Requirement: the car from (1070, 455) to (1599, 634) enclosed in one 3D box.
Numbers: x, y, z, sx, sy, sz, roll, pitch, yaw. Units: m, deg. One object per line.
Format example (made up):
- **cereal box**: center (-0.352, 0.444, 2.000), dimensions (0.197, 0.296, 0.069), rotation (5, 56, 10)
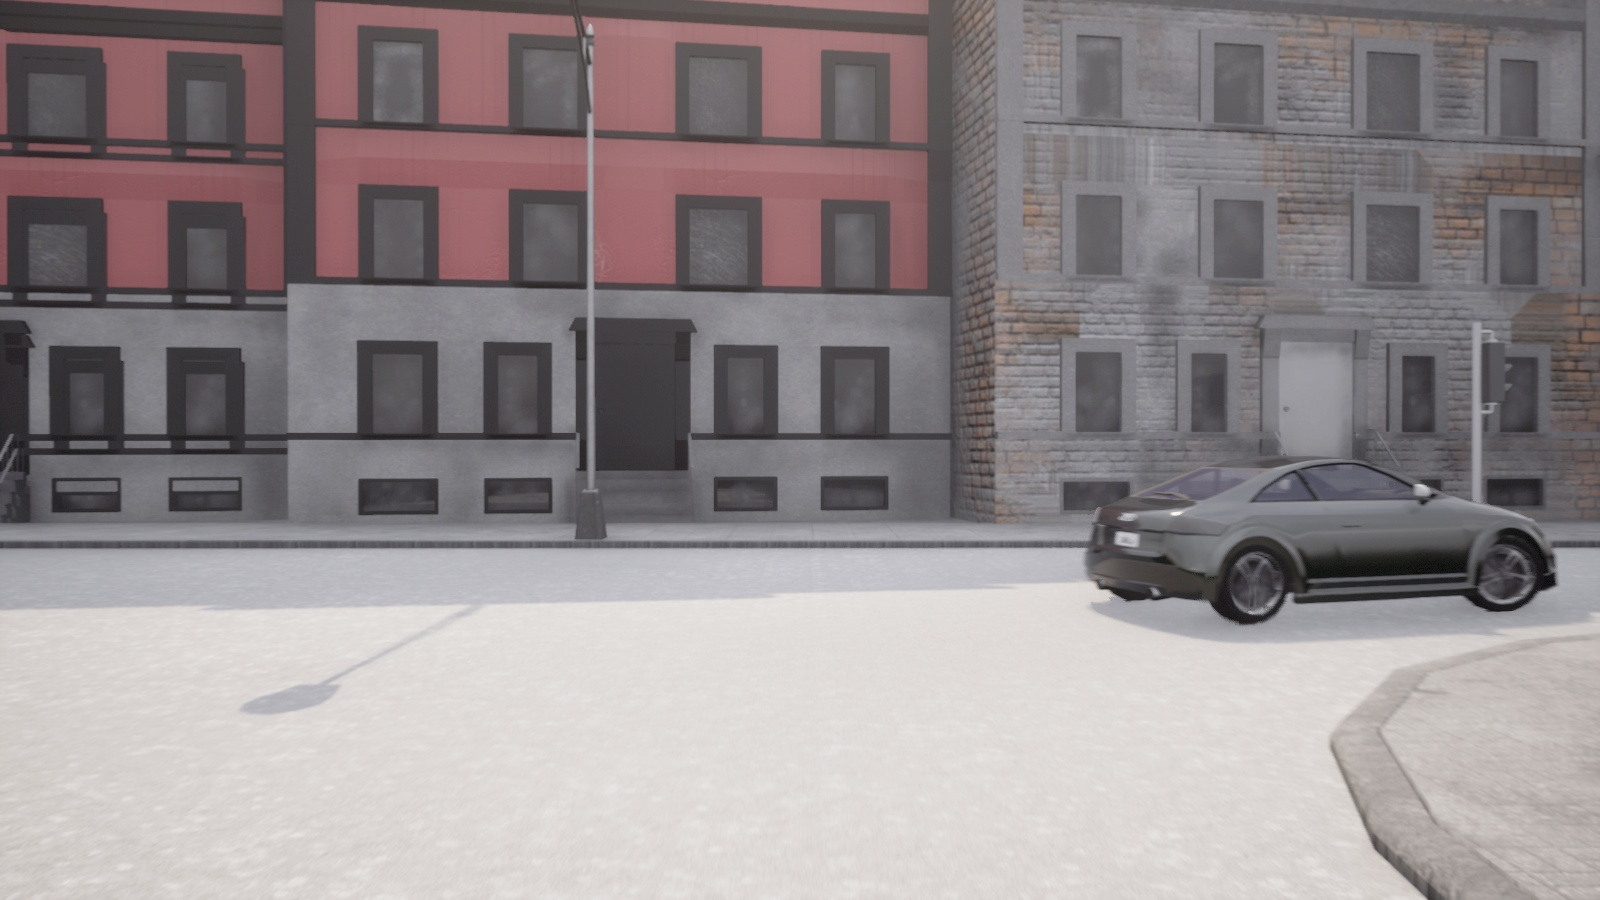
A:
- **car**: center (4.828, 0.750, 11.472), dimensions (4.181, 1.385, 1.994), rotation (0, 0, -17)
